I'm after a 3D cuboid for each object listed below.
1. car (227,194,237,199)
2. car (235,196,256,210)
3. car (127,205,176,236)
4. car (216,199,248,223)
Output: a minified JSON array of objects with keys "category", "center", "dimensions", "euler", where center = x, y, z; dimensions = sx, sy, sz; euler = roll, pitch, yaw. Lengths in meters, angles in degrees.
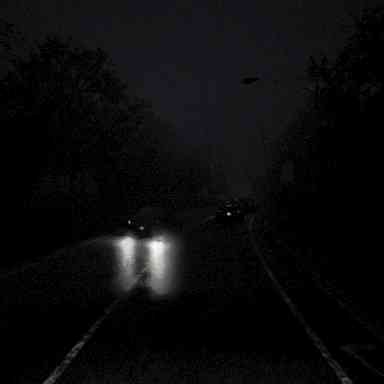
[{"category":"car","center":[7.366,1.241,59.807],"dimensions":[2.097,1.767,4.553],"euler":[1,0,12]},{"category":"car","center":[6.986,1.519,42.298],"dimensions":[2.033,1.411,5.357],"euler":[1,0,14]},{"category":"car","center":[-2.074,1.449,18.247],"dimensions":[1.812,1.442,4.674],"euler":[1,0,8]},{"category":"car","center":[3.008,1.535,25.632],"dimensions":[1.994,1.385,4.181],"euler":[1,0,11]}]
